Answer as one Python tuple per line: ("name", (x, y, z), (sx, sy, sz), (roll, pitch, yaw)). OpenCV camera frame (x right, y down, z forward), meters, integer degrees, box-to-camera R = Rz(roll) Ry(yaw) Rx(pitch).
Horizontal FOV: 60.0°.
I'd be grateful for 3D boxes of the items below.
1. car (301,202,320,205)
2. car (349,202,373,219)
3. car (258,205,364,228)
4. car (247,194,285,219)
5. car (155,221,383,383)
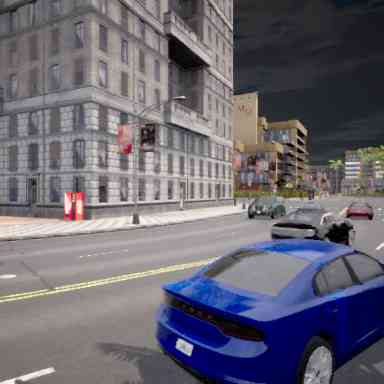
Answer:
("car", (9.672, 1.554, 27.160), (2.033, 1.411, 5.357), (0, 0, 27))
("car", (14.803, 1.551, 29.331), (1.994, 1.385, 4.181), (0, 0, 28))
("car", (4.874, 1.486, 13.151), (2.128, 1.511, 4.902), (0, 0, 41))
("car", (6.552, 1.243, 28.745), (2.150, 2.045, 5.566), (0, 0, 27))
("car", (1.813, 1.475, 5.095), (5.008, 1.535, 1.882), (0, 0, -40))
